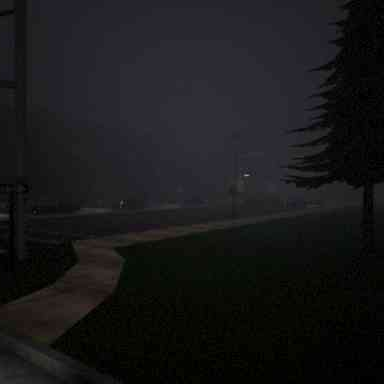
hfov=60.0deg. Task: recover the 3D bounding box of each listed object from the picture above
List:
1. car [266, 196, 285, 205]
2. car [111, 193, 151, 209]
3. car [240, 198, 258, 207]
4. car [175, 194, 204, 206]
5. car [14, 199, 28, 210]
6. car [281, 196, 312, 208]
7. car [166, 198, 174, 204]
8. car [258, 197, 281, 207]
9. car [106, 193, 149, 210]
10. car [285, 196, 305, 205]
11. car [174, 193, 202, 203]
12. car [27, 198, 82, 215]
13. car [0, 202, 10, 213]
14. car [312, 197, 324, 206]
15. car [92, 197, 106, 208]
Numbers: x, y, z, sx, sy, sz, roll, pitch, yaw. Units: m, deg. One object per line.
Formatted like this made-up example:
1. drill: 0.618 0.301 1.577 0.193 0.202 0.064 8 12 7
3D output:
1. car: 15.053 1.535 59.914 1.994 1.385 4.181 0 0 35
2. car: -8.477 1.180 46.477 2.150 2.045 5.566 0 0 35
3. car: 9.318 1.572 51.619 1.895 1.301 4.718 0 0 36
4. car: 0.058 1.452 52.546 2.128 1.511 4.902 0 0 35
5. car: -16.086 1.434 35.590 1.882 1.535 5.008 0 0 35
6. car: 15.007 1.472 47.540 2.128 1.511 4.902 0 0 35
7. car: -2.430 1.499 61.134 2.033 1.411 5.357 0 0 35
8. car: 12.158 1.454 49.573 1.882 1.535 5.008 0 0 35
9. car: -7.889 1.313 41.213 2.097 1.767 4.553 0 0 35
10. car: 17.937 1.453 57.930 1.882 1.535 5.008 0 0 35
11. car: -0.124 1.179 58.337 2.150 2.045 5.566 0 0 35
12. car: -13.539 1.562 33.131 1.895 1.301 4.718 0 0 35
13. car: -19.287 1.478 37.122 1.812 1.442 4.674 0 0 35
14. car: 20.797 1.544 55.914 1.994 1.385 4.181 0 0 35
15. car: -11.931 1.429 47.638 1.882 1.535 5.008 0 0 35
